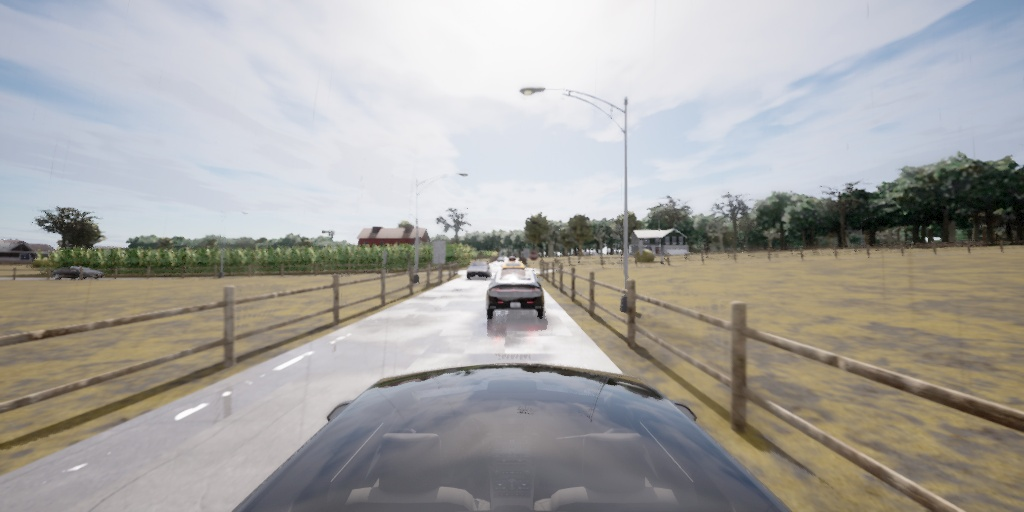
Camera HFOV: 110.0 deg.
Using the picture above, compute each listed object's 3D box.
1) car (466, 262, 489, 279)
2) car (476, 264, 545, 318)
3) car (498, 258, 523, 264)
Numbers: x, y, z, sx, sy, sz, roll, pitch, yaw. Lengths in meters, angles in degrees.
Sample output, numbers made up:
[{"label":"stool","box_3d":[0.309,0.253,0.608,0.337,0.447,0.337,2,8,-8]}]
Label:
[{"label":"car","box_3d":[-2.757,1.201,30.829,2.033,1.411,5.357,0,0,0]},{"label":"car","box_3d":[0.102,1.210,12.888,2.128,1.511,4.902,0,0,0]},{"label":"car","box_3d":[0.105,1.143,27.882,1.882,1.535,5.008,0,0,0]}]
